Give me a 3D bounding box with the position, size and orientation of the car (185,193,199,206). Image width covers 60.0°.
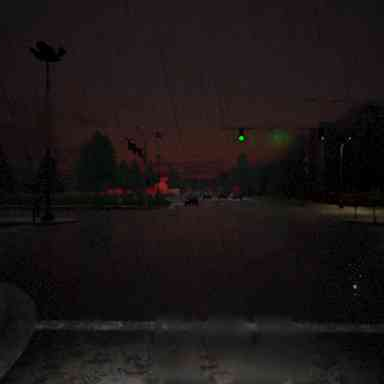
[{"bbox_3d":[-0.020,1.201,46.500,1.812,1.442,4.674,0,0,0],"label":"car"}]

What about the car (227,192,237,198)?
[{"bbox_3d":[10.453,0.856,86.717,2.033,1.411,5.357,0,0,0],"label":"car"}]

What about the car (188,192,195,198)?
[{"bbox_3d":[-0.047,0.840,86.710,1.812,1.442,4.674,0,0,0],"label":"car"}]

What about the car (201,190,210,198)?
[{"bbox_3d":[3.453,0.541,86.740,2.150,2.045,5.566,0,0,0],"label":"car"}]

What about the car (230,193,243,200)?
[{"bbox_3d":[10.460,1.016,76.717,1.994,1.385,4.181,0,0,0],"label":"car"}]

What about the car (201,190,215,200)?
[{"bbox_3d":[3.460,0.992,76.296,2.128,1.511,4.902,0,0,0],"label":"car"}]

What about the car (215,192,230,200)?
[{"bbox_3d":[6.960,0.967,76.298,1.837,1.490,4.892,0,0,0],"label":"car"}]

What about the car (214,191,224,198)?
[{"bbox_3d":[6.953,0.671,86.684,2.097,1.767,4.553,0,0,0],"label":"car"}]
